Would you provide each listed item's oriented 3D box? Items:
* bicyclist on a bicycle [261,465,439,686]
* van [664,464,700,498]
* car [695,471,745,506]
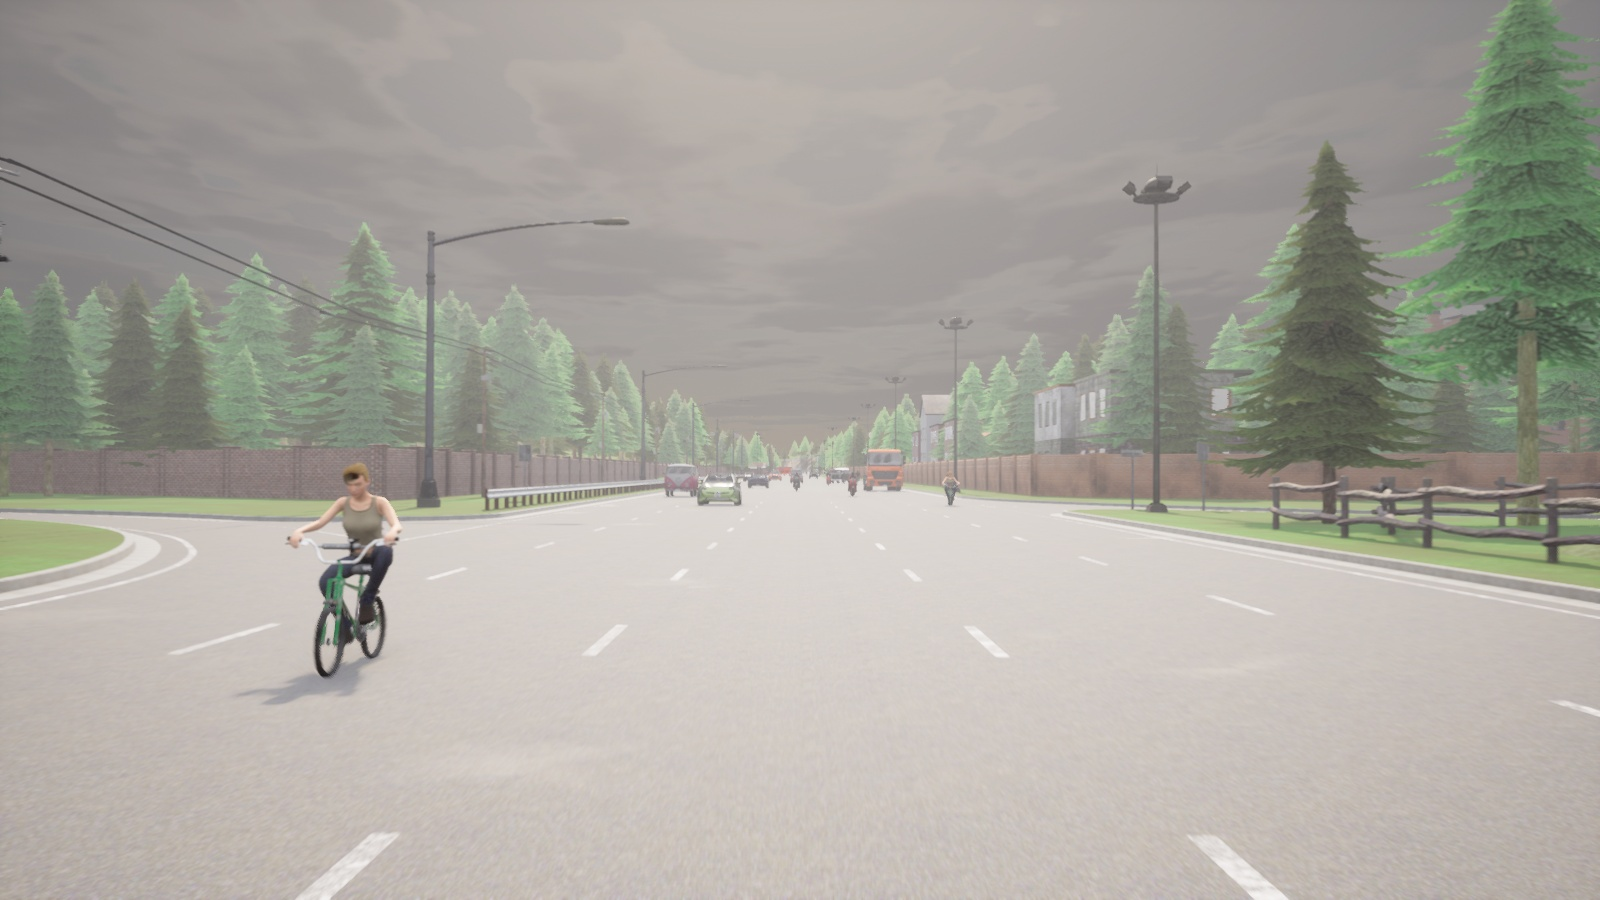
[{"bbox_3d":[-3.521,0.934,9.980,0.866,1.612,1.509,0,-1,0],"label":"bicyclist on a bicycle"},{"bbox_3d":[-7.188,1.887,76.624,1.775,1.987,4.442,0,-1,0],"label":"van"},{"bbox_3d":[-3.642,1.753,57.999,2.007,1.525,4.514,0,-1,0],"label":"car"}]
